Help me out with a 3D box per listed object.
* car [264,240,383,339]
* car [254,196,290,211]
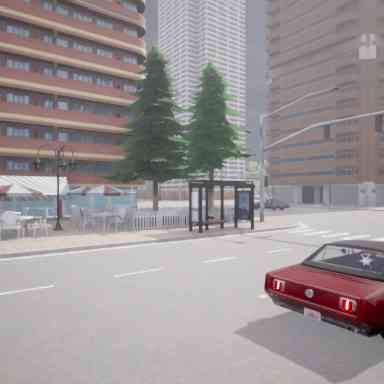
[{"bbox_3d":[3.663,1.601,6.421,4.718,1.301,1.895,0,0,-36],"label":"car"},{"bbox_3d":[9.973,1.603,42.738,2.033,1.411,5.357,0,0,-36],"label":"car"}]
